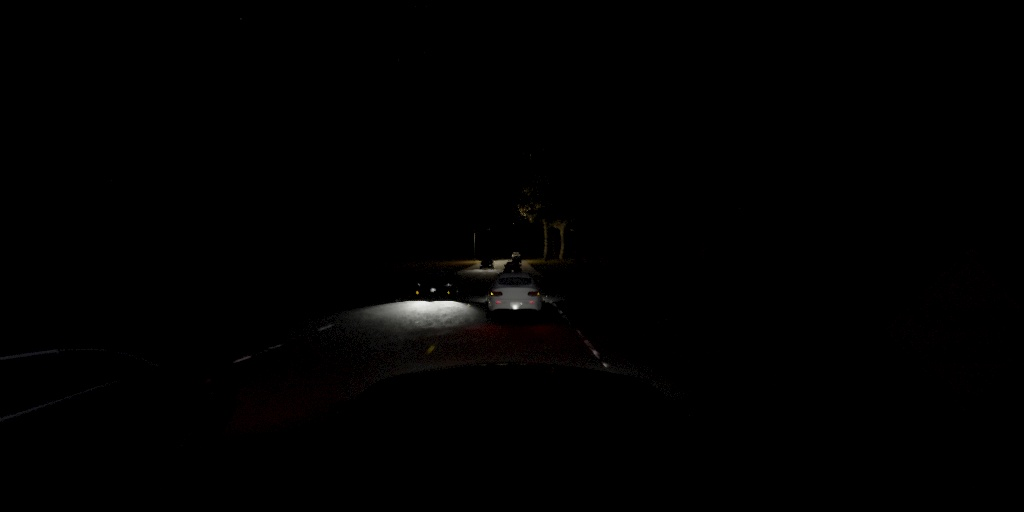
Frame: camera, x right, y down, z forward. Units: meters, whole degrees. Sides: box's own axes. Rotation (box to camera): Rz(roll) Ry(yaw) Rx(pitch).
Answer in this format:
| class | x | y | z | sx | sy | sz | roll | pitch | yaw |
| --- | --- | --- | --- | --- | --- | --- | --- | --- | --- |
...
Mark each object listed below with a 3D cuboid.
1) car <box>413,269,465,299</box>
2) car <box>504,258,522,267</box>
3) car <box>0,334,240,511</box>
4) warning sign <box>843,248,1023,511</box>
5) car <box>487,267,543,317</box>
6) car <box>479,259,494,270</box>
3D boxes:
| class | x | y | z | sx | sy | sz | roll | pitch | yaw |
| --- | --- | --- | --- | --- | --- | --- | --- | --- | --- |
| car | -3.569 | 1.342 | 18.191 | 1.994 | 1.385 | 4.181 | 0 | 0 | 0 |
| car | 0.083 | 1.283 | 37.952 | 1.812 | 1.442 | 4.674 | 0 | 0 | 0 |
| car | -3.599 | 1.241 | 1.465 | 2.128 | 1.511 | 4.902 | 0 | 0 | 0 |
| warning sign | 3.550 | 0.869 | 2.834 | 1.300 | 1.860 | 1.060 | 0 | 0 | 0 |
| car | 0.097 | 1.299 | 13.179 | 1.812 | 1.442 | 4.674 | 0 | 0 | 0 |
| car | -3.591 | 1.150 | 51.463 | 1.837 | 1.490 | 4.892 | 0 | 1 | 0 |
